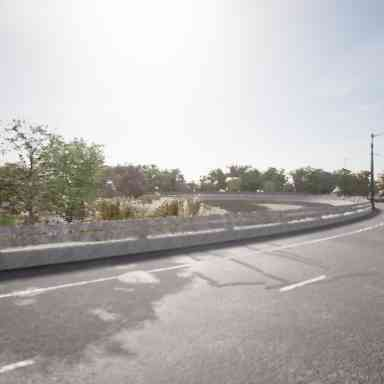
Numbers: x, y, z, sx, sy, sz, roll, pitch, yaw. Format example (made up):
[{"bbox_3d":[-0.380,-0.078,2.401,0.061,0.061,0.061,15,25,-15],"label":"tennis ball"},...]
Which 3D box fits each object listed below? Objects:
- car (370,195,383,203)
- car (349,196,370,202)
[{"bbox_3d":[43.034,1.731,77.185,2.128,1.511,4.902,0,0,6],"label":"car"},{"bbox_3d":[39.692,1.740,78.721,1.812,1.442,4.674,0,0,6],"label":"car"}]
